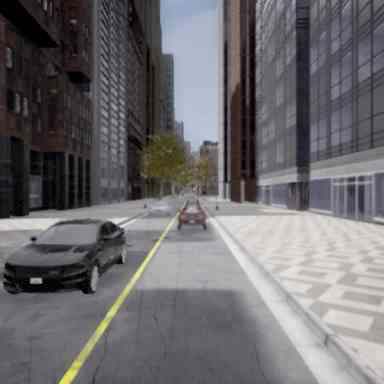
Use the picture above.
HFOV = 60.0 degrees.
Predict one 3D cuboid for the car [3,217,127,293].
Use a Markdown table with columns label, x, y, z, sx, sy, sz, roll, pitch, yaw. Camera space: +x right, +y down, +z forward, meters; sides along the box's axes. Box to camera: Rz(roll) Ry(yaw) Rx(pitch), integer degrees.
| label | x | y | z | sx | sy | sz | roll | pitch | yaw |
| --- | --- | --- | --- | --- | --- | --- | --- | --- | --- |
| car | -3.086 | 1.498 | 9.096 | 1.882 | 1.535 | 5.008 | 0 | 0 | 0 |

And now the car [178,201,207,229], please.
| label | x | y | z | sx | sy | sz | roll | pitch | yaw |
| --- | --- | --- | --- | --- | --- | --- | --- | --- | --- |
| car | 0.032 | 1.576 | 21.958 | 1.812 | 1.442 | 4.674 | 0 | 0 | 1 |

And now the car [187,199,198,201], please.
| label | x | y | z | sx | sy | sz | roll | pitch | yaw |
| --- | --- | --- | --- | --- | --- | --- | --- | --- | --- |
| car | 0.094 | 1.593 | 43.727 | 2.128 | 1.511 | 4.902 | 0 | 0 | 0 |

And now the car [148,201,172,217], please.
| label | x | y | z | sx | sy | sz | roll | pitch | yaw |
| --- | --- | --- | --- | --- | --- | --- | --- | --- | --- |
| car | -3.036 | 1.600 | 32.495 | 1.812 | 1.442 | 4.674 | 0 | 0 | 1 |
